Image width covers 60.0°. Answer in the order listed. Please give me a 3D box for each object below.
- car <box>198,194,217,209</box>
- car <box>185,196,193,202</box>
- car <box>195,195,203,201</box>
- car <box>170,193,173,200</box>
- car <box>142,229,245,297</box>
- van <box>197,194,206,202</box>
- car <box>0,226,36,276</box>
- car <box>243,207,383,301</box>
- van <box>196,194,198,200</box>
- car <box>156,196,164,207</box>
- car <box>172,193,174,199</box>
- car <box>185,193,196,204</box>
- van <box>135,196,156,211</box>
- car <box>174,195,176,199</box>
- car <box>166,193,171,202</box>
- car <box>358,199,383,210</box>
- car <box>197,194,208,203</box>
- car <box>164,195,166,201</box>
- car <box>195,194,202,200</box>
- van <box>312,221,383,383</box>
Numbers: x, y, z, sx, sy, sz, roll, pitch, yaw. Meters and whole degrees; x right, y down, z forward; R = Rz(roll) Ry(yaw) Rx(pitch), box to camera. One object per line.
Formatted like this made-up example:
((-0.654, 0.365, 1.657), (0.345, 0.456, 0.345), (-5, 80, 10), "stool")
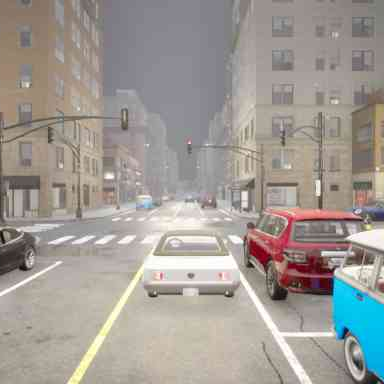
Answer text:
((2.298, 1.310, 45.648), (2.192, 1.841, 5.009), (0, 0, -1), "car")
((-0.679, 1.584, 75.448), (1.895, 1.301, 4.718), (0, 0, -1), "car")
((1.861, 1.511, 89.066), (1.752, 1.417, 4.829), (0, 0, -1), "car")
((-6.101, 1.539, 78.008), (2.008, 1.369, 4.403), (0, 0, -1), "car")
((-0.018, 1.601, 8.496), (1.895, 1.301, 4.718), (0, 0, 0), "car")
((2.026, 1.330, 72.678), (1.690, 1.788, 3.998), (0, 0, -1), "van")
((-5.452, 1.566, 8.204), (1.947, 1.339, 4.313), (0, 0, -1), "car")
((2.573, 1.315, 8.278), (2.192, 1.841, 5.009), (0, 0, -1), "car")
((2.135, 1.333, 61.866), (1.690, 1.788, 3.998), (0, 0, -1), "van")
((-5.861, 1.560, 50.978), (1.947, 1.339, 4.313), (0, 0, -1), "car")
((-6.149, 1.553, 83.414), (1.947, 1.339, 4.313), (0, 0, -1), "car")
((-0.479, 1.483, 65.084), (2.128, 1.511, 4.902), (0, 0, -1), "car")
((-5.764, 1.337, 40.166), (1.690, 1.788, 3.998), (0, 0, -1), "van")
((-6.197, 1.300, 88.820), (2.192, 1.841, 5.009), (0, 0, -1), "car")
((-6.051, 1.515, 72.433), (1.752, 1.417, 4.829), (0, 0, -1), "car")
((13.090, 1.286, 23.246), (4.553, 1.767, 2.097), (0, 0, -1), "car")
((2.080, 1.306, 67.272), (2.192, 1.841, 5.009), (0, 0, -1), "car")
((-5.909, 1.538, 56.384), (1.887, 1.381, 4.507), (0, 0, -1), "car")
((1.808, 1.424, 94.301), (1.967, 1.590, 4.097), (0, 0, -1), "car")
((2.624, 1.341, 2.766), (1.690, 1.788, 3.998), (0, 0, -1), "van")
